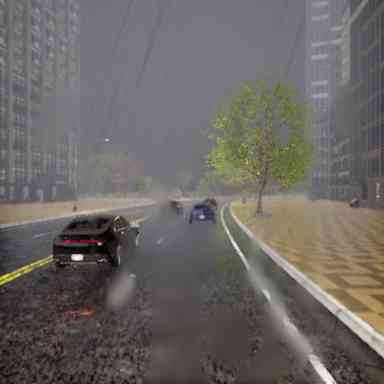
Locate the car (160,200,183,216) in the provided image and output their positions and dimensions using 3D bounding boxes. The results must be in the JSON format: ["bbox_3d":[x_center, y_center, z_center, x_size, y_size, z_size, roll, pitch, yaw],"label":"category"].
[{"bbox_3d":[-1.920,1.502,31.854,1.812,1.442,4.674,0,0,5],"label":"car"}]

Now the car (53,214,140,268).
[{"bbox_3d":[-3.005,1.496,11.301,1.837,1.490,4.892,0,0,1],"label":"car"}]

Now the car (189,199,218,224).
[{"bbox_3d":[0.812,1.504,24.429,1.812,1.442,4.674,0,0,3],"label":"car"}]
